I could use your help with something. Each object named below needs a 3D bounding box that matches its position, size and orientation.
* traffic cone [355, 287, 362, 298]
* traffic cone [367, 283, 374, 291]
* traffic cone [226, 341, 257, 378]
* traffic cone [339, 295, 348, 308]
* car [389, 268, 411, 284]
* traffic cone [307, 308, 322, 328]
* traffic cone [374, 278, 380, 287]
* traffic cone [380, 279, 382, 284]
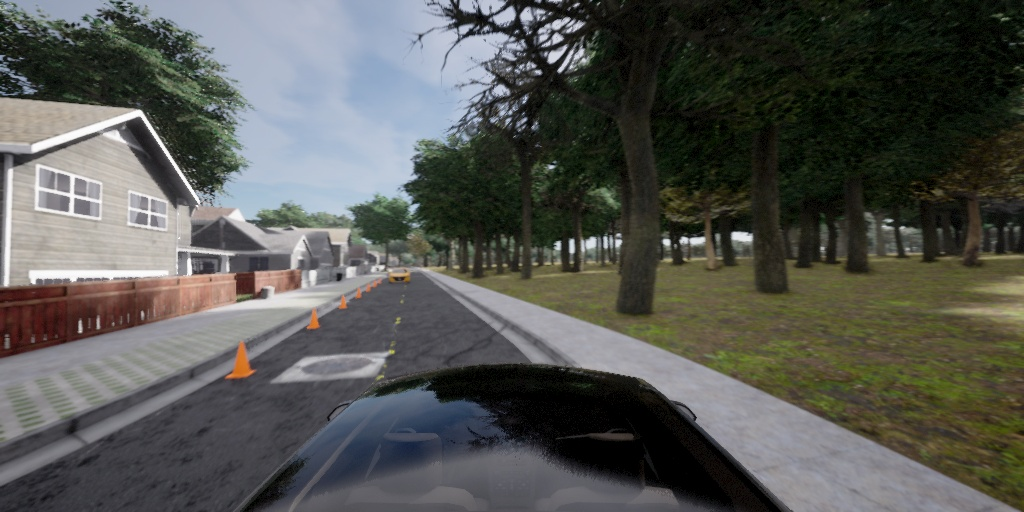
[{"bbox_3d":[-8.843,2.107,20.707,0.340,0.580,0.340,0,0,-16],"label":"traffic cone"},{"bbox_3d":[-10.209,2.207,25.517,0.340,0.580,0.340,0,0,-16],"label":"traffic cone"},{"bbox_3d":[-4.829,1.824,6.412,0.340,0.580,0.340,0,0,-12],"label":"traffic cone"},{"bbox_3d":[-7.476,2.007,15.898,0.340,0.580,0.340,0,0,-16],"label":"traffic cone"},{"bbox_3d":[-11.040,1.912,35.379,1.882,1.535,5.008,0,-1,-16],"label":"car"},{"bbox_3d":[-6.108,1.908,11.089,0.340,0.580,0.340,0,0,-16],"label":"traffic cone"},{"bbox_3d":[-11.577,2.307,30.327,0.340,0.580,0.340,0,0,-16],"label":"traffic cone"},{"bbox_3d":[-12.943,2.407,35.136,0.340,0.580,0.340,0,0,-16],"label":"traffic cone"}]
